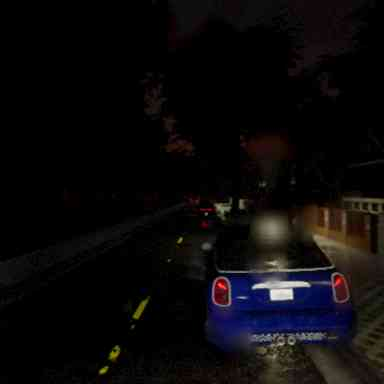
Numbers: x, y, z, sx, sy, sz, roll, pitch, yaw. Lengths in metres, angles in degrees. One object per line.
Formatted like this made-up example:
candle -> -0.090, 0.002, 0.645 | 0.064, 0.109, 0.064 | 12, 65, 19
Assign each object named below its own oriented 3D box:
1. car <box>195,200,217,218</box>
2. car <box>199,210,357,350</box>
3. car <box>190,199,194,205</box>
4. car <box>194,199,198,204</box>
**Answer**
car -> 1.515, 1.908, 34.605 | 1.837, 1.490, 4.892 | 0, -1, 3
car -> 1.266, 1.384, 6.495 | 2.097, 1.767, 4.553 | -3, -1, 2
car -> 0.652, 2.390, 81.500 | 1.882, 1.535, 5.008 | 0, -1, 2
car -> 1.797, 1.868, 44.692 | 2.097, 1.767, 4.553 | -1, -1, 4
